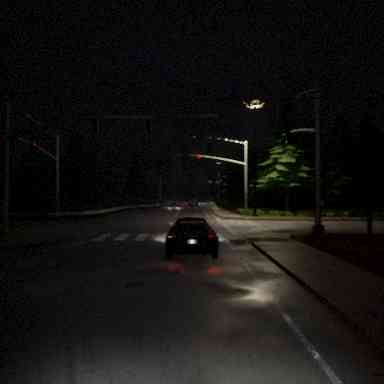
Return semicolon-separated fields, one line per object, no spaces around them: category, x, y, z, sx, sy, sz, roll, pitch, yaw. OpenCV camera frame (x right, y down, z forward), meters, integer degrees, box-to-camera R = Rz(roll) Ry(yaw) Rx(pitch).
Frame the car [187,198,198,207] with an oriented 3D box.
car;0.162;2.228;67.425;1.812;1.442;4.674;0;0;2

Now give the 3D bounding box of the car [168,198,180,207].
car;-3.448;2.025;64.567;2.097;1.767;4.553;0;-1;1

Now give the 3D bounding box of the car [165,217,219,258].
car;-0.019;1.706;13.493;1.994;1.385;4.181;0;-1;-1

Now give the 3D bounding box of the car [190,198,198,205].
car;0.603;2.284;80.844;1.837;1.490;4.892;0;-1;2
